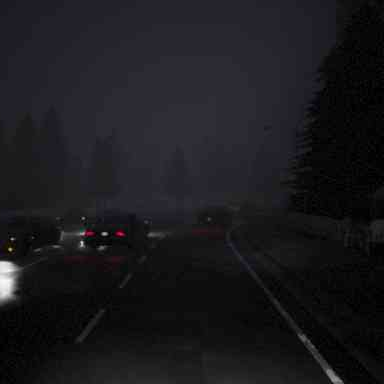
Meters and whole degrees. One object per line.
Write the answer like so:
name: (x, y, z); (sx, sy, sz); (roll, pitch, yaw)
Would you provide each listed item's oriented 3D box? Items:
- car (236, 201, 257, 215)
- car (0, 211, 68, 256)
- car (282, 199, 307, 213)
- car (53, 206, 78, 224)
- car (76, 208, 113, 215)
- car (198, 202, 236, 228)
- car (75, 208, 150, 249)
car: (5.964, 1.874, 39.584); (1.882, 1.535, 5.008); (-1, -1, 39)
car: (-6.986, 1.701, 13.550); (1.994, 1.385, 4.181); (0, -1, 1)
car: (13.809, 1.641, 42.402); (5.566, 2.045, 2.150); (1, -1, -38)
car: (-9.367, 1.816, 24.743); (1.812, 1.442, 4.674); (0, -1, 13)
car: (-5.987, 1.840, 23.791); (1.895, 1.301, 4.718); (0, -1, 12)
car: (1.807, 1.727, 24.868); (1.882, 1.535, 5.008); (-1, -1, 15)
car: (-3.261, 1.702, 15.408); (2.033, 1.411, 5.357); (0, -1, 3)
